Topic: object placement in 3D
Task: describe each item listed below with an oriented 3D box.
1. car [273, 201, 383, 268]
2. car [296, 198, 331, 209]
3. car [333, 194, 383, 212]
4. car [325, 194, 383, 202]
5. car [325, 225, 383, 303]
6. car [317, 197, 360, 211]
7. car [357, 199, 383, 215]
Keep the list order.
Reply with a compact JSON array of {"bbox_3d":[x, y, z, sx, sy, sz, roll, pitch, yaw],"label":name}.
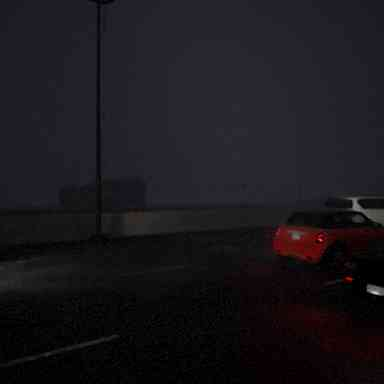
[{"bbox_3d":[4.890,1.348,10.961,4.553,1.767,2.097,0,0,-32],"label":"car"},{"bbox_3d":[16.338,1.544,44.710,4.181,1.385,1.994,0,0,-23],"label":"car"},{"bbox_3d":[19.250,1.210,38.380,5.566,2.045,2.150,0,0,-23],"label":"car"},{"bbox_3d":[9.235,1.216,17.604,5.566,2.045,2.150,0,0,-29],"label":"car"},{"bbox_3d":[5.110,1.525,6.997,4.674,1.442,1.812,0,0,-33],"label":"car"},{"bbox_3d":[18.413,1.477,41.807,4.902,1.511,2.128,0,0,-23],"label":"car"},{"bbox_3d":[19.670,1.518,34.733,4.674,1.442,1.812,0,0,-24],"label":"car"}]
